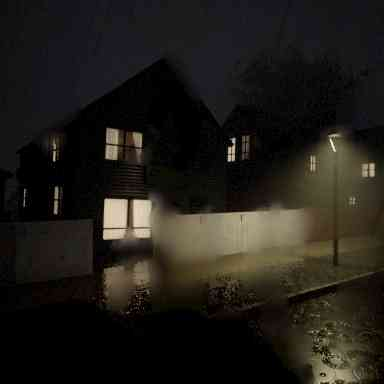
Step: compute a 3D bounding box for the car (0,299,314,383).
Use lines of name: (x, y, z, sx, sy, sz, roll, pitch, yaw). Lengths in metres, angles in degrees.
car: (-1.406, 1.601, 2.068, 4.718, 1.301, 1.895, 0, 0, -36)
